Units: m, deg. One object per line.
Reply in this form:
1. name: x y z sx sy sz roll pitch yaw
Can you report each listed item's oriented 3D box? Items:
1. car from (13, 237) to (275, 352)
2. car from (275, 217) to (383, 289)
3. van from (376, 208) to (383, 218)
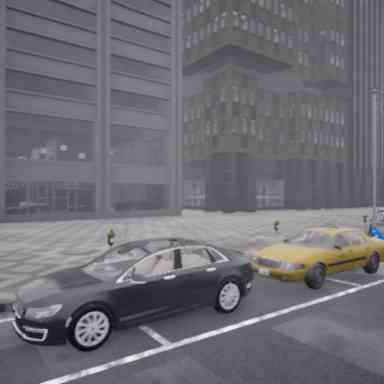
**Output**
1. car: -0.781 1.569 6.095 4.403 1.369 2.008 0 -1 -35
2. car: 3.673 1.580 9.272 4.829 1.417 1.752 0 -1 -35
3. van: 8.404 1.434 12.647 3.998 1.788 1.690 0 0 -35
